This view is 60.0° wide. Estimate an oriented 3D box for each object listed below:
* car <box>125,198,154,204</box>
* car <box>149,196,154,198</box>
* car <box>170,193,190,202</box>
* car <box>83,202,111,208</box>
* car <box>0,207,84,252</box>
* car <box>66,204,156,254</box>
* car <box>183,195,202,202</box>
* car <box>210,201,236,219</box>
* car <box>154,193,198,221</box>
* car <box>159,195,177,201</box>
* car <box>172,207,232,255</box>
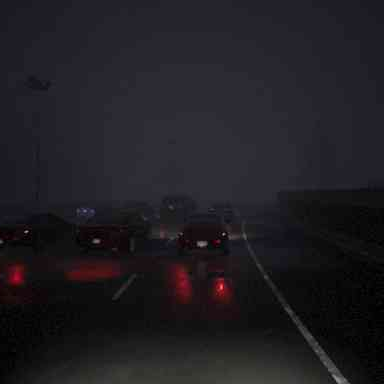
[{"bbox_3d":[-4.470,1.514,27.813,1.837,1.490,4.892,0,0,11],"label":"car"},{"bbox_3d":[-8.861,1.444,84.321,1.882,1.535,5.008,0,0,30],"label":"car"},{"bbox_3d":[-2.913,1.203,80.629,2.150,2.045,5.566,0,0,30],"label":"car"},{"bbox_3d":[-7.907,1.560,28.479,2.033,1.411,5.357,0,0,11],"label":"car"},{"bbox_3d":[-6.445,1.530,13.850,1.812,1.442,4.674,0,0,5],"label":"car"},{"bbox_3d":[-2.959,1.482,13.537,1.882,1.535,5.008,0,0,5],"label":"car"},{"bbox_3d":[0.083,1.523,78.822,2.033,1.411,5.357,0,0,30],"label":"car"},{"bbox_3d":[2.402,1.493,26.481,2.128,1.511,4.902,0,0,11],"label":"car"},{"bbox_3d":[-1.029,1.255,27.177,2.150,2.045,5.566,0,0,11],"label":"car"},{"bbox_3d":[-5.880,1.449,82.488,1.882,1.535,5.008,0,0,30],"label":"car"},{"bbox_3d":[0.527,1.530,13.224,1.812,1.442,4.674,0,0,5],"label":"car"}]
